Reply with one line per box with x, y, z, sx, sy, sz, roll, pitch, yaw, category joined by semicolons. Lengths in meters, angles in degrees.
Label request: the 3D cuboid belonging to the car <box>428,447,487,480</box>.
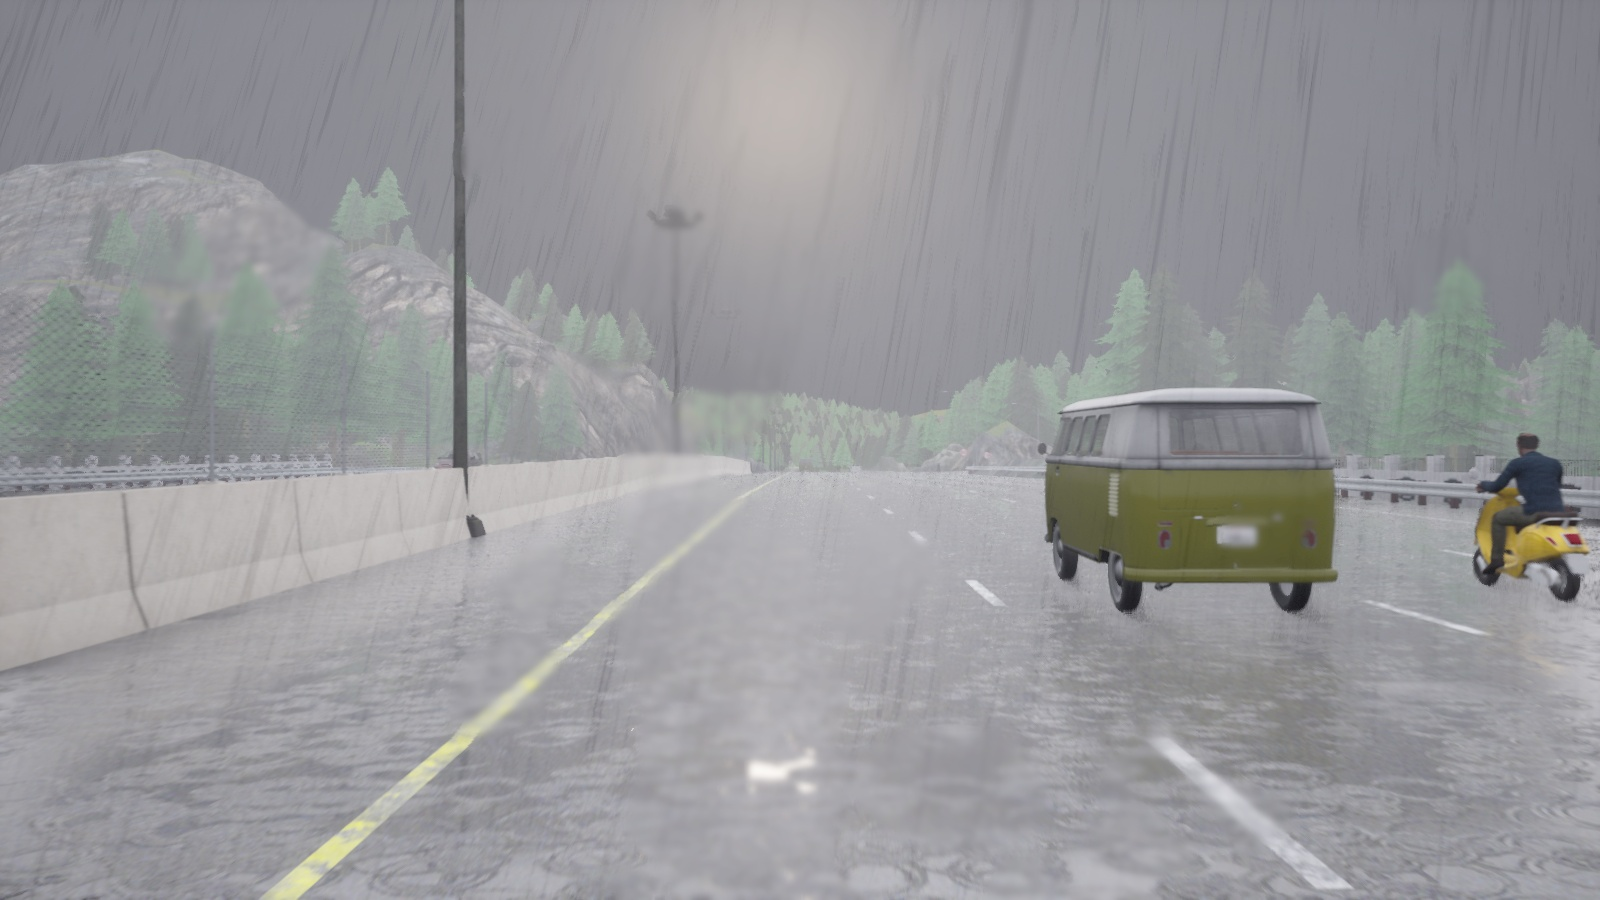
-17.127;0.676;62.952;1.851;1.617;3.988;0;-1;0;car

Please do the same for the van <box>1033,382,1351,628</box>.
3.586;0.432;12.400;1.775;1.987;4.442;0;0;0;van

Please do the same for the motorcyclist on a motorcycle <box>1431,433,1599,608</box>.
7.086;0.636;12.333;0.866;1.590;1.817;0;0;0;motorcyclist on a motorcycle
